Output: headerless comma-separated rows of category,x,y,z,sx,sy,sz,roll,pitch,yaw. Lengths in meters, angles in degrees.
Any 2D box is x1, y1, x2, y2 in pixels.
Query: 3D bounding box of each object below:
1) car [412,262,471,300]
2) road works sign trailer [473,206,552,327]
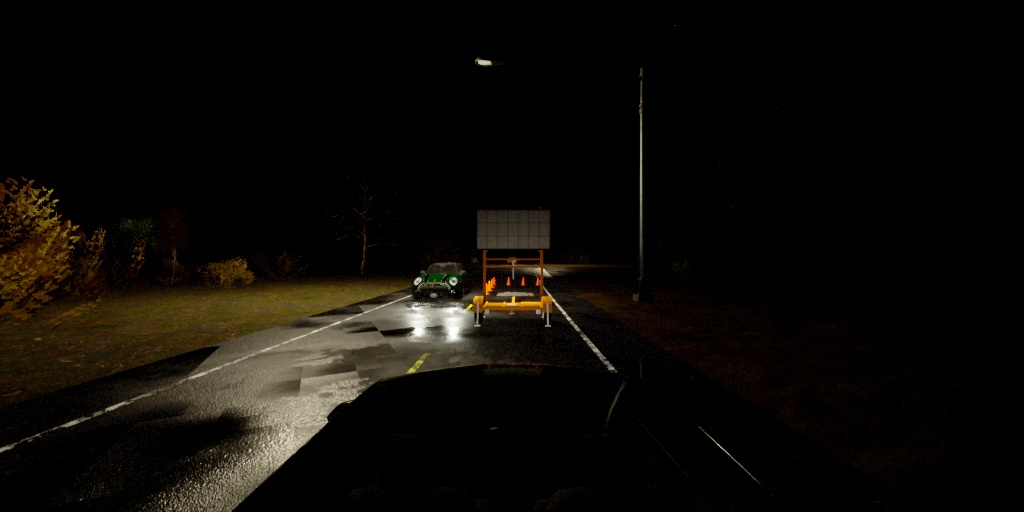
car,-3.315,1.101,17.617,2.097,1.767,4.553,0,0,1
road works sign trailer,0.042,0.214,11.548,2.380,3.560,2.880,0,0,1
